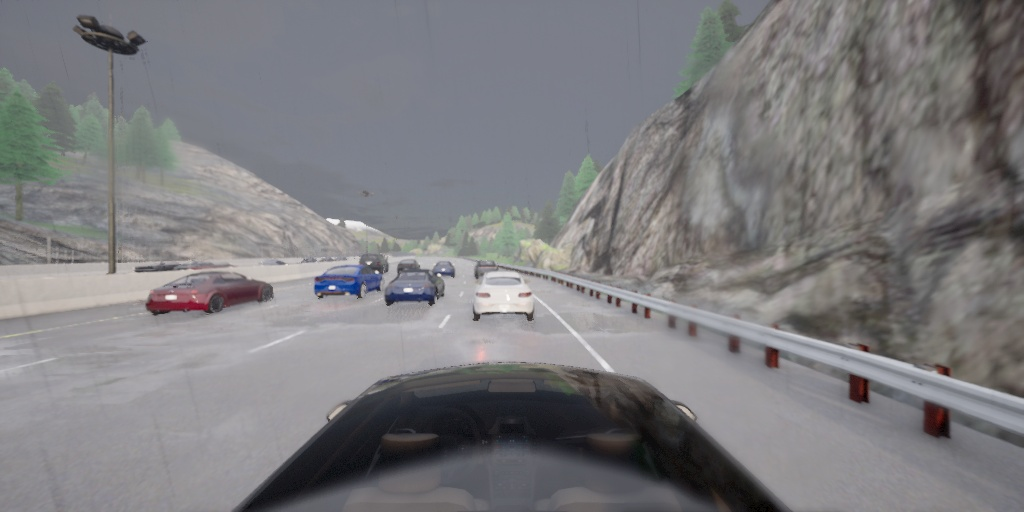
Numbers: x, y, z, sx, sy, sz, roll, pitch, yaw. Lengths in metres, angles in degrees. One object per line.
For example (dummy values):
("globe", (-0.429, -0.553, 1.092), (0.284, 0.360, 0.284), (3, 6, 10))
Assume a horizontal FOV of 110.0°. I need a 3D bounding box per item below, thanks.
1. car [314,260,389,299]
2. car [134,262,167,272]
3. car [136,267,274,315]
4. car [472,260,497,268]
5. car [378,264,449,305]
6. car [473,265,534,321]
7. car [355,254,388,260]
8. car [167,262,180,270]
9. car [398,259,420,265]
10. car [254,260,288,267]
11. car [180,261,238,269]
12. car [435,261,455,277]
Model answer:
("car", (-7.731, 1.154, 17.458), (1.882, 1.535, 5.008), (0, 0, -5))
("car", (-35.450, 1.221, 36.454), (1.895, 1.301, 4.718), (0, 0, -10))
("car", (-10.924, 1.269, 13.352), (1.994, 1.385, 4.181), (0, 0, -4))
("car", (-2.201, 1.088, 29.914), (2.128, 1.511, 4.902), (0, 0, -8))
("car", (-4.078, 1.244, 15.559), (1.994, 1.385, 4.181), (0, 0, -4))
("car", (-0.332, 1.218, 12.143), (1.812, 1.442, 4.674), (0, 0, -3))
("car", (-13.862, 0.805, 36.114), (2.150, 2.045, 5.566), (0, 0, -10))
("car", (-31.834, 1.180, 36.153), (1.994, 1.385, 4.181), (0, 0, -10))
("car", (-10.272, 1.056, 35.846), (1.882, 1.535, 5.008), (0, 0, -10))
("car", (-24.904, 1.123, 37.158), (1.812, 1.442, 4.674), (0, 0, -11))
("car", (-27.743, 1.225, 33.268), (1.895, 1.301, 4.718), (0, 0, -10))
("car", (-6.219, 1.151, 32.844), (1.994, 1.385, 4.181), (0, 0, -9))
